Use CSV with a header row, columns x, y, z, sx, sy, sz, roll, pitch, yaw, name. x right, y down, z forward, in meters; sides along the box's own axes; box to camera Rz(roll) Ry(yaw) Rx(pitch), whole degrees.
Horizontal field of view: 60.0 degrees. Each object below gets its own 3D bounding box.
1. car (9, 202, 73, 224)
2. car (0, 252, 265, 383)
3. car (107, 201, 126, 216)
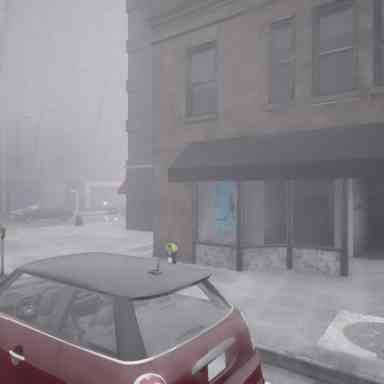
x,y,z,sx,sy,sz,roll,pitch,yaw,name
-11.349,1.515,25.345,1.812,1.442,4.674,0,0,37,car
-1.376,1.440,3.830,4.097,1.590,1.967,0,0,36,car
-6.225,1.555,32.622,1.994,1.385,4.181,0,0,35,car
